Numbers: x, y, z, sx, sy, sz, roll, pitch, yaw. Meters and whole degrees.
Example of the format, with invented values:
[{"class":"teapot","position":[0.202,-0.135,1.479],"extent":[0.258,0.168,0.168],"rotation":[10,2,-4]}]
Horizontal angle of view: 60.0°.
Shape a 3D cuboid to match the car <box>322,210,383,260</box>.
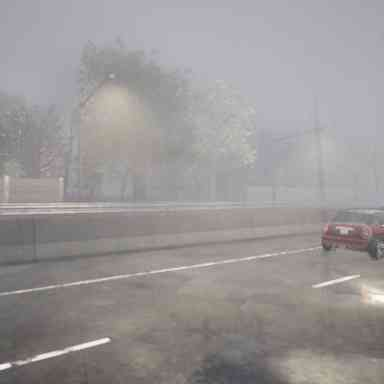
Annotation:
[{"class":"car","position":[7.276,1.497,13.309],"extent":[4.553,1.767,2.097],"rotation":[1,-1,-35]}]
